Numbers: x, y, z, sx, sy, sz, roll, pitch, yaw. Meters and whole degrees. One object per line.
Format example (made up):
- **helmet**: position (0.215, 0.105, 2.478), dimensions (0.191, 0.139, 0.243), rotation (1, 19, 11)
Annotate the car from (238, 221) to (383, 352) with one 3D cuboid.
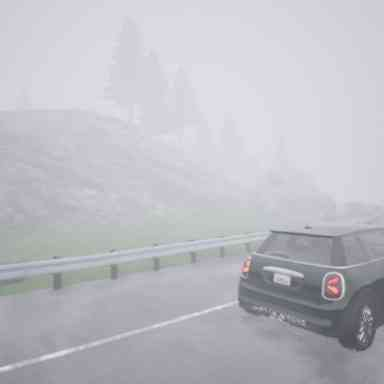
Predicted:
- **car**: position (3.025, 1.371, 6.515), dimensions (4.553, 1.767, 2.097), rotation (0, 0, -40)
